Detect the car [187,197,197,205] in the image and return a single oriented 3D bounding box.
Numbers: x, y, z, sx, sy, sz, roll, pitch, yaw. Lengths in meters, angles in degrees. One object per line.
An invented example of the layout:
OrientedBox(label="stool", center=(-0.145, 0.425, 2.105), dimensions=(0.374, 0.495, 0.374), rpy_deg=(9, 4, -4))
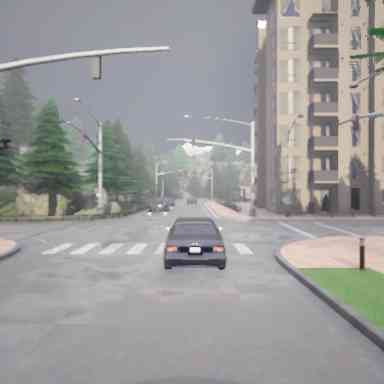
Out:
OrientedBox(label="car", center=(-0.017, 1.537, 60.679), dimensions=(2.033, 1.411, 5.357), rpy_deg=(0, 0, 0))

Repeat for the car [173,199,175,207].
OrientedBox(label="car", center=(-3.645, 1.560, 51.433), dimensions=(1.994, 1.385, 4.181), rpy_deg=(0, 0, 1))

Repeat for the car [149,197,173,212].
OrientedBox(label="car", center=(-3.764, 1.356, 38.692), dimensions=(2.097, 1.767, 4.553), rpy_deg=(0, 0, 1))

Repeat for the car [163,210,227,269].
OrientedBox(label="car", center=(0.075, 1.541, 11.086), dimensions=(2.033, 1.411, 5.357), rpy_deg=(0, 0, 0))
